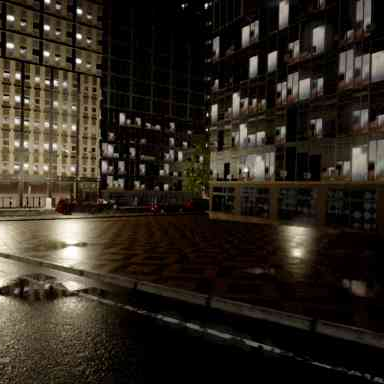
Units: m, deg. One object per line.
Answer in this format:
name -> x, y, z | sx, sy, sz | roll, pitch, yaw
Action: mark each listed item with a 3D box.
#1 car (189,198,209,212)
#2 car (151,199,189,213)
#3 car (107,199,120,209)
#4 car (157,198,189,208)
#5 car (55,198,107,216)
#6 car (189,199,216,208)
car -> 1.560, 1.782, 46.404 | 5.009, 1.841, 2.192 | 1, 1, -34
car -> -3.130, 1.967, 43.216 | 4.507, 1.381, 1.887 | 1, 1, -34
car -> -12.249, 1.722, 46.535 | 4.403, 1.369, 2.008 | 1, 1, -34
car -> -3.020, 1.786, 52.823 | 4.829, 1.417, 1.752 | 1, 1, -34
car -> -12.494, 1.646, 36.828 | 5.009, 1.841, 2.192 | 1, 1, -34
car -> 1.805, 1.874, 56.112 | 4.313, 1.339, 1.947 | 1, 1, -34
